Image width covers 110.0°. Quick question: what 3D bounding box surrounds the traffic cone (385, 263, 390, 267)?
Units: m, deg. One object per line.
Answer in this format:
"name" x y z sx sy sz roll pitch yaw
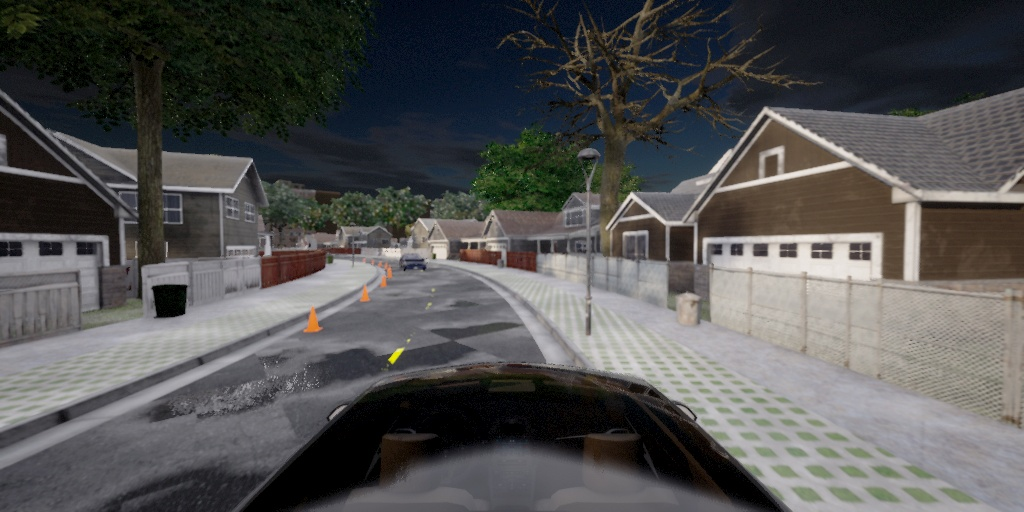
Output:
"traffic cone" -9.387 0.985 27.564 0.340 0.580 0.340 0 0 -21

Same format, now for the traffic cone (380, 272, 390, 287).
"traffic cone" -6.541 1.245 18.308 0.340 0.580 0.340 0 0 -14

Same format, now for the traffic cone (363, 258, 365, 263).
"traffic cone" -18.383 0.512 44.674 0.340 0.580 0.340 0 0 -35

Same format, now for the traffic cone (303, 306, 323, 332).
"traffic cone" -4.861 1.519 8.771 0.340 0.580 0.340 0 0 -6

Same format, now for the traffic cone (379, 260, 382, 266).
"traffic cone" -13.354 0.740 36.398 0.340 0.580 0.340 0 0 -28

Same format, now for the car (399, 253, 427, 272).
"car" -8.516 0.486 30.517 2.033 1.411 5.357 -1 2 -22

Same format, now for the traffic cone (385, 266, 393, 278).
"traffic cone" -7.820 1.113 22.980 0.340 0.580 0.340 0 0 -17

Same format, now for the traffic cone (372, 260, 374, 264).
"traffic cone" -15.741 0.624 40.614 0.340 0.580 0.340 0 0 -31

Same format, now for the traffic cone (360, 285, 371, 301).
"traffic cone" -5.553 1.381 13.566 0.340 0.580 0.340 0 0 -10
